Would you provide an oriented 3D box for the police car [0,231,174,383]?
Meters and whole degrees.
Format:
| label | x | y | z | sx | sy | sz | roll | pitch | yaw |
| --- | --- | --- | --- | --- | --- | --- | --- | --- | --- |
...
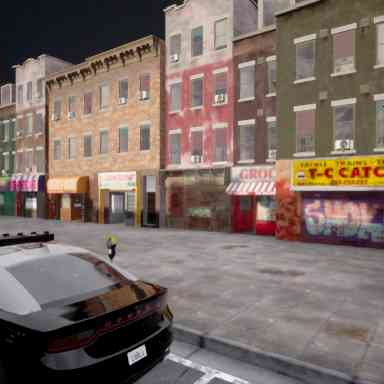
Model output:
| label | x | y | z | sx | sy | sz | roll | pitch | yaw |
| --- | --- | --- | --- | --- | --- | --- | --- | --- | --- |
| police car | -2.655 | 1.425 | 4.839 | 5.238 | 1.638 | 1.930 | 0 | 0 | 35 |
